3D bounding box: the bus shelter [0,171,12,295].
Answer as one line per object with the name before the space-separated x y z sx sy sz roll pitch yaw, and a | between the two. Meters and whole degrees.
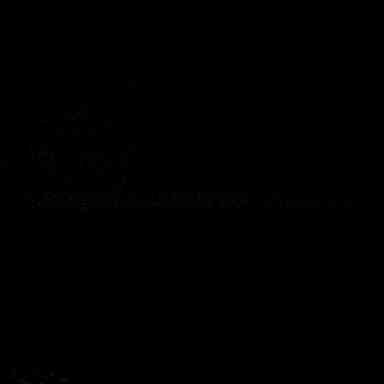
bus shelter | -6.264 0.873 7.900 3.880 2.740 1.920 1 0 36
